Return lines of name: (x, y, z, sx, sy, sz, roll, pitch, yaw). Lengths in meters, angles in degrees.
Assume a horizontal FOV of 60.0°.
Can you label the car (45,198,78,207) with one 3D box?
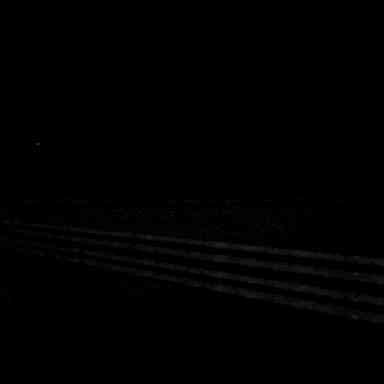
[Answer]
car: (-22.681, 1.806, 57.920, 5.357, 1.411, 2.033, 0, 0, 4)
